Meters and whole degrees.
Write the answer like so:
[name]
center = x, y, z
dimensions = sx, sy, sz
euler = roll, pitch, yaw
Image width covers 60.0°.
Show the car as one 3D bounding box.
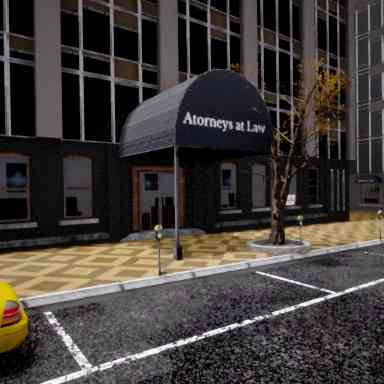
[car]
center = -4.428, 1.526, 3.438
dimensions = 4.829, 1.417, 1.752
euler = 0, -1, -35
